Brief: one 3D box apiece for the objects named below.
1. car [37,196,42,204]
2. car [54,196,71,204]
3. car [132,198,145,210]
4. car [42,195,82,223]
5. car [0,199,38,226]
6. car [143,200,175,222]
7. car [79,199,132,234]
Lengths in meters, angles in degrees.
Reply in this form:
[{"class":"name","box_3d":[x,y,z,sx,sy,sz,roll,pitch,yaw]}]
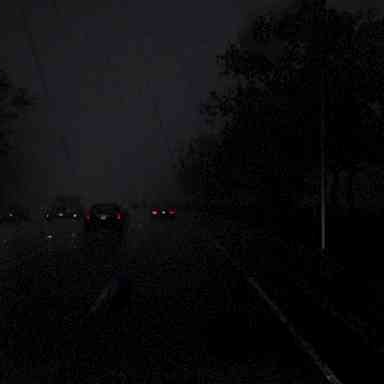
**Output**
[{"class":"car","box_3d":[-28.000,1.509,62.359,2.128,1.511,4.902,0,0,-32]},{"class":"car","box_3d":[-25.172,1.520,64.435,2.128,1.511,4.902,0,0,-32]},{"class":"car","box_3d":[-6.833,1.503,42.290,2.128,1.511,4.902,0,0,-19]},{"class":"car","box_3d":[-9.729,1.227,25.969,2.150,2.045,5.566,0,0,-12]},{"class":"car","box_3d":[-12.834,1.498,23.472,2.128,1.511,4.902,0,0,-11]},{"class":"car","box_3d":[-2.575,1.553,26.860,2.033,1.411,5.357,0,0,-11]},{"class":"car","box_3d":[-4.844,1.357,19.275,2.097,1.767,4.553,0,0,-7]}]
